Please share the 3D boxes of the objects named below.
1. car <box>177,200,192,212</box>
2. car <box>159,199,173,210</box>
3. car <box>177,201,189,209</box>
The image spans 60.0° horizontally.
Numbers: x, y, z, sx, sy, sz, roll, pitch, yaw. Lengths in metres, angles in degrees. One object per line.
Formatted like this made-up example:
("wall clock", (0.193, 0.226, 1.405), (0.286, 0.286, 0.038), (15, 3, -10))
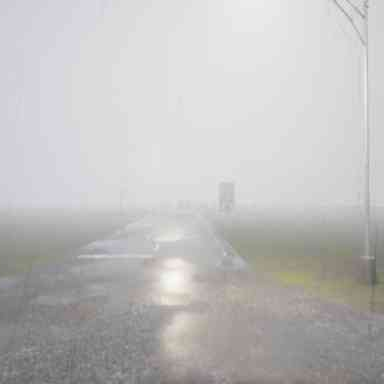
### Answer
("car", (-1.145, 1.900, 48.406), (2.097, 1.767, 4.553), (0, -1, -3))
("car", (-4.099, 1.950, 52.525), (2.097, 1.767, 4.553), (0, -1, -3))
("car", (-1.666, 2.271, 58.482), (1.895, 1.301, 4.718), (0, -1, -4))
